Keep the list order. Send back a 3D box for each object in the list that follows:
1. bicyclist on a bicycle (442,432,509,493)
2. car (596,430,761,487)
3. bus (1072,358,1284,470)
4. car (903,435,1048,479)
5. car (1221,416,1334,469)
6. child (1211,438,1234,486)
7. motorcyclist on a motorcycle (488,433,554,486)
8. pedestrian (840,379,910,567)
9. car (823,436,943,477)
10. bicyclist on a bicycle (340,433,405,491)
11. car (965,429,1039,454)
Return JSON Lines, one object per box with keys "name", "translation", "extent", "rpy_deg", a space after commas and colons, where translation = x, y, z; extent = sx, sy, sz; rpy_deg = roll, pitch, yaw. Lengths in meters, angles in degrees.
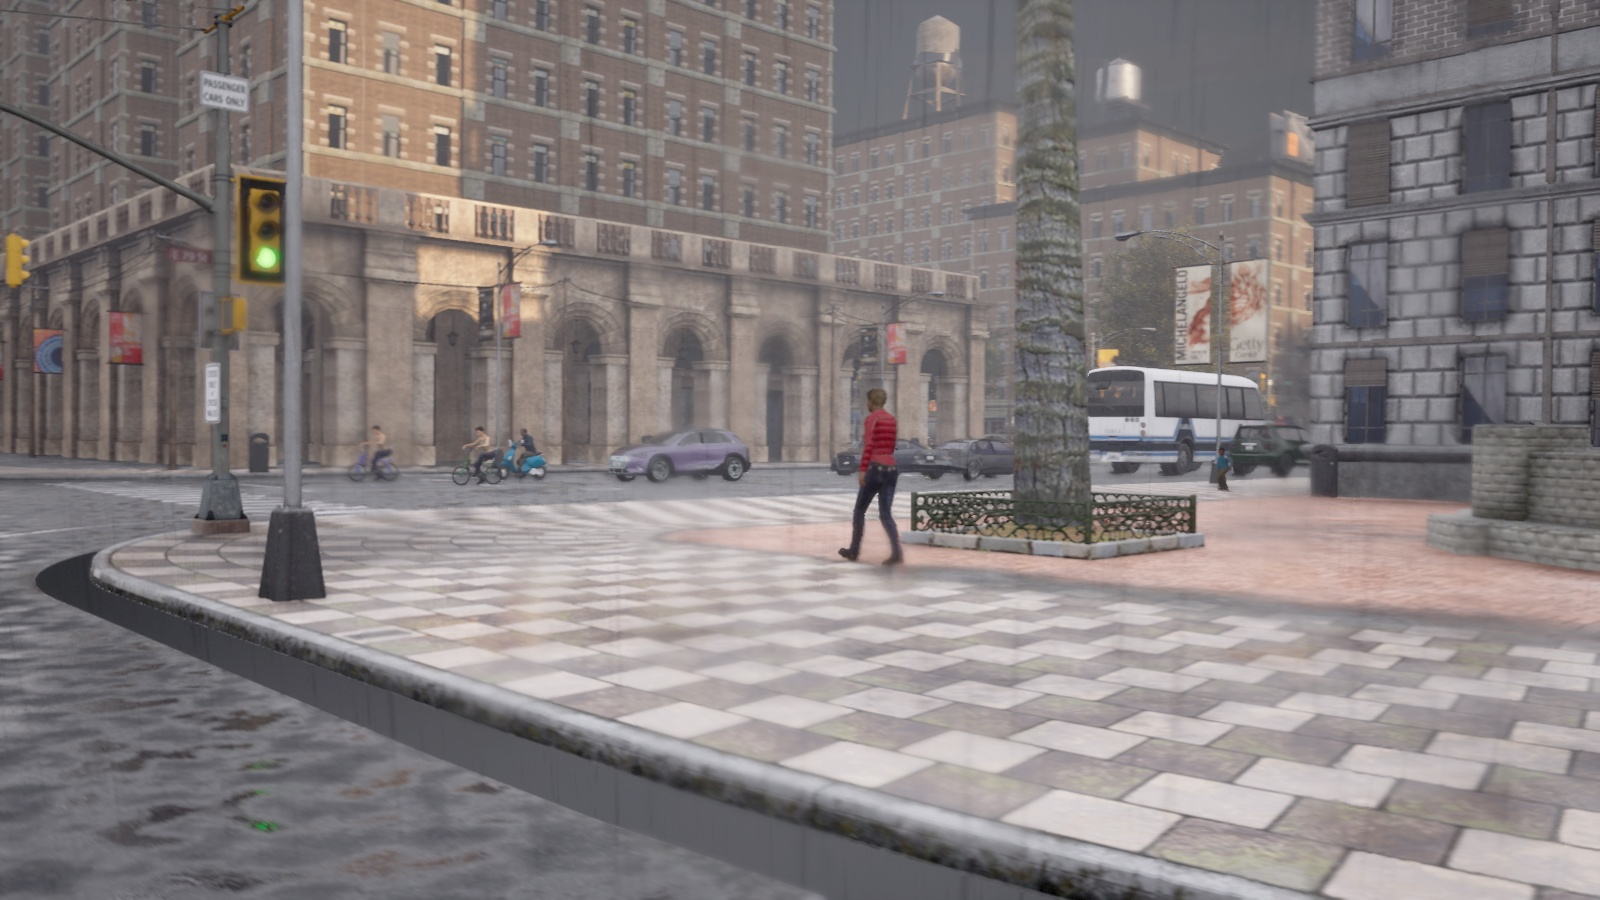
{"name": "bicyclist on a bicycle", "translation": [-8.803, 0.318, 34.113], "extent": [1.509, 1.612, 0.866], "rpy_deg": [-1, 1, -43]}
{"name": "car", "translation": [-3.711, 0.211, 38.910], "extent": [4.856, 1.649, 2.033], "rpy_deg": [-1, 1, -44]}
{"name": "bus", "translation": [16.076, -1.429, 52.789], "extent": [10.273, 4.253, 3.944], "rpy_deg": [-1, 1, -44]}
{"name": "car", "translation": [6.132, 0.193, 43.353], "extent": [5.357, 1.411, 2.033], "rpy_deg": [-1, 1, -43]}
{"name": "car", "translation": [19.563, -0.344, 51.295], "extent": [5.566, 2.045, 2.150], "rpy_deg": [-1, 1, -44]}
{"name": "child", "translation": [10.519, 0.296, 31.281], "extent": [0.448, 1.192, 0.343], "rpy_deg": [-1, 1, -37]}
{"name": "motorcyclist on a motorcycle", "translation": [-8.663, 0.273, 39.039], "extent": [1.817, 1.590, 0.866], "rpy_deg": [-1, 1, -43]}
{"name": "pedestrian", "translation": [0.751, 0.226, 12.665], "extent": [0.331, 1.846, 0.636], "rpy_deg": [-1, 1, -44]}
{"name": "car", "translation": [3.022, 0.211, 45.236], "extent": [4.181, 1.385, 1.994], "rpy_deg": [-1, 1, -43]}
{"name": "bicyclist on a bicycle", "translation": [-12.140, 0.327, 35.657], "extent": [1.509, 1.612, 0.866], "rpy_deg": [-1, 1, -43]}
{"name": "car", "translation": [14.002, -0.618, 87.211], "extent": [2.242, 1.667, 4.611], "rpy_deg": [-1, 1, -43]}
